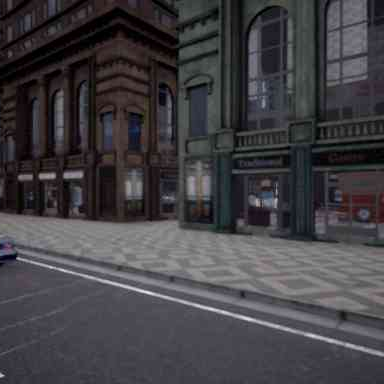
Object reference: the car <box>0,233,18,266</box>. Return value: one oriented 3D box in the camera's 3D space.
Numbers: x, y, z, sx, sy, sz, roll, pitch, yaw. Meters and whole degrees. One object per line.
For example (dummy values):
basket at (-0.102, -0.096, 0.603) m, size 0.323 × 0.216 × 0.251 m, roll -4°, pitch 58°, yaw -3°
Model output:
car at (-7.459, 1.561, 10.405) m, size 5.357 × 1.411 × 2.033 m, roll 0°, pitch 0°, yaw 38°
